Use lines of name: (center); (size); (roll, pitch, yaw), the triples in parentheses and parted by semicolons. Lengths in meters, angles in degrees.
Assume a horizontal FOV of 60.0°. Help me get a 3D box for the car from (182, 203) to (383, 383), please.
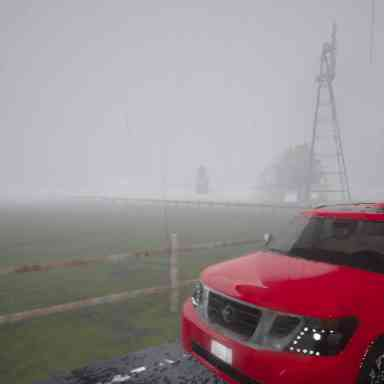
car: (2.537, 1.217, 4.882); (5.566, 2.045, 2.150); (0, 0, -36)
